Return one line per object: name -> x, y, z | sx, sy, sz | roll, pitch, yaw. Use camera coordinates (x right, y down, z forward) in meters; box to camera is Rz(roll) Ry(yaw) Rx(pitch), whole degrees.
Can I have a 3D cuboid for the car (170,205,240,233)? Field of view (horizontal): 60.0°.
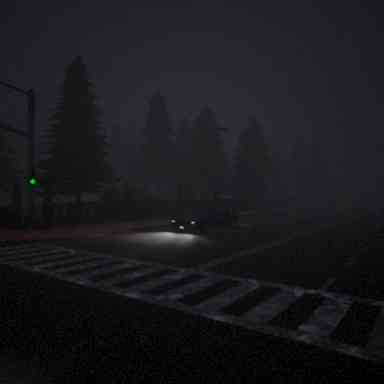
car -> 0.970, 1.527, 20.132 | 2.033, 1.411, 5.357 | 0, 0, 35
